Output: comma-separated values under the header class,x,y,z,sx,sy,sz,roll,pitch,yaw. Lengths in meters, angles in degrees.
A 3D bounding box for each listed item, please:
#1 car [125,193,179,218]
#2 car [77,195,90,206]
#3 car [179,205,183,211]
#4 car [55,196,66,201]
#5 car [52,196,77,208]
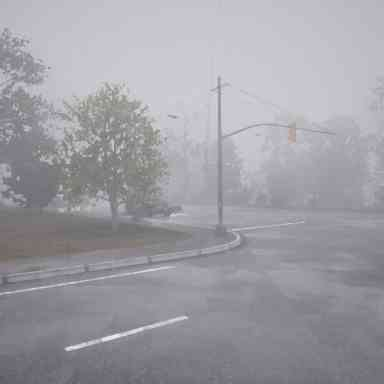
class,x,y,z,sx,sy,sz,roll,pitch,yaw
car,-3.865,1.098,29.152,2.150,2.045,5.566,-1,1,-38
car,-18.048,1.163,52.536,2.150,2.045,5.566,-1,0,-39
car,-3.165,1.384,33.909,2.033,1.411,5.357,-1,1,-39
car,-34.244,1.703,86.526,1.895,1.301,4.718,-1,0,-31
car,-18.818,1.453,47.866,2.128,1.511,4.902,-1,0,-38
